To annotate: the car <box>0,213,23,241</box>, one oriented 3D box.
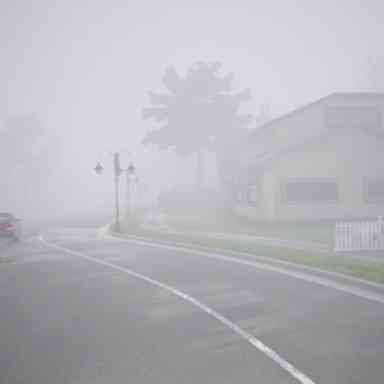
[{"bbox_3d":[-10.389,1.875,18.149,2.033,1.411,5.357,-1,0,-25],"label":"car"}]
